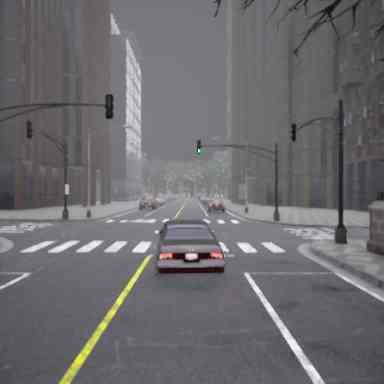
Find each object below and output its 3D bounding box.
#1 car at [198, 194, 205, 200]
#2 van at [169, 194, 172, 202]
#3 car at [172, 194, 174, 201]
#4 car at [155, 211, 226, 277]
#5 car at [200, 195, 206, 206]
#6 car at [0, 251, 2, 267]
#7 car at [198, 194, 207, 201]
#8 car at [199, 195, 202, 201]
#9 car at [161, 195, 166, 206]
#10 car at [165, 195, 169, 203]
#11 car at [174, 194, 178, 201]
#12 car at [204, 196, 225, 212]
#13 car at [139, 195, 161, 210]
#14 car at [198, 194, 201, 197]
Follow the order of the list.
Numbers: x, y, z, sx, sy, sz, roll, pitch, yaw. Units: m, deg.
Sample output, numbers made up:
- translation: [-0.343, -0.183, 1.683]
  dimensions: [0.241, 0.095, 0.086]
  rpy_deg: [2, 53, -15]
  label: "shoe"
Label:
- translation: [2.757, 1.659, 65.927]
  dimensions: [1.887, 1.381, 4.507]
  rpy_deg: [0, 0, 0]
  label: "car"
- translation: [-5.769, 1.466, 71.364]
  dimensions: [1.690, 1.788, 3.998]
  rpy_deg: [0, 0, 0]
  label: "van"
- translation: [-5.769, 1.687, 76.801]
  dimensions: [2.008, 1.369, 4.403]
  rpy_deg: [0, 0, 0]
  label: "car"
- translation: [-0.190, 1.563, 10.345]
  dimensions: [2.033, 1.411, 5.357]
  rpy_deg: [0, 0, -4]
  label: "car"
- translation: [2.758, 1.643, 55.051]
  dimensions: [2.008, 1.369, 4.403]
  rpy_deg: [0, 0, 0]
  label: "car"
- translation: [-5.764, 1.535, 6.598]
  dimensions: [1.752, 1.417, 4.829]
  rpy_deg: [0, 0, 0]
  label: "car"
- translation: [2.755, 1.474, 87.677]
  dimensions: [2.192, 1.841, 5.009]
  rpy_deg: [0, 0, 0]
  label: "car"
- translation: [2.758, 1.648, 60.489]
  dimensions: [1.887, 1.381, 4.507]
  rpy_deg: [0, 0, 0]
  label: "car"
- translation: [-5.767, 1.674, 55.051]
  dimensions: [1.802, 1.307, 4.206]
  rpy_deg: [0, 0, 0]
  label: "car"
- translation: [-5.768, 1.628, 60.319]
  dimensions: [1.752, 1.417, 4.829]
  rpy_deg: [0, 0, 0]
  label: "car"
- translation: [-5.770, 1.737, 93.114]
  dimensions: [1.947, 1.339, 4.313]
  rpy_deg: [0, 0, 0]
  label: "car"
- translation: [2.759, 1.503, 38.739]
  dimensions: [1.967, 1.590, 4.097]
  rpy_deg: [0, 0, 0]
  label: "car"
- translation: [-5.767, 1.387, 44.176]
  dimensions: [2.192, 1.841, 5.009]
  rpy_deg: [0, 0, 0]
  label: "car"
- translation: [2.757, 1.651, 71.534]
  dimensions: [1.752, 1.417, 4.829]
  rpy_deg: [0, 0, 0]
  label: "car"
